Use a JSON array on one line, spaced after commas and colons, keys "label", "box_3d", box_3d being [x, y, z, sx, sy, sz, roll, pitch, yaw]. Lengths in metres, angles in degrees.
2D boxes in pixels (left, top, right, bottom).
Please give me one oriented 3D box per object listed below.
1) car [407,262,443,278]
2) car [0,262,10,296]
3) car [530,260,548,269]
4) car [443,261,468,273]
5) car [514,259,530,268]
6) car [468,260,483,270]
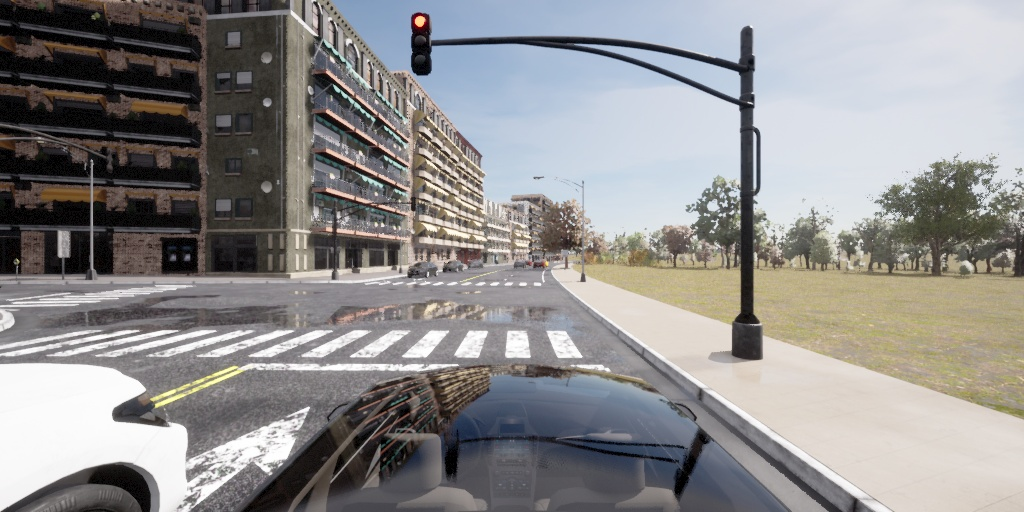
[{"label": "car", "box_3d": [-8.497, 1.313, 34.524, 1.837, 1.490, 4.892, 0, 0, 5]}, {"label": "car", "box_3d": [-23.797, 0.914, 13.593, 5.357, 1.411, 2.033, 1, 0, -19]}, {"label": "car", "box_3d": [4.878, 1.414, 63.853, 1.882, 1.535, 5.008, 0, 0, 9]}, {"label": "car", "box_3d": [-7.465, 1.354, 45.752, 1.837, 1.490, 4.892, 0, 0, 6]}, {"label": "car", "box_3d": [1.445, 1.425, 63.823, 2.128, 1.511, 4.902, 0, 0, 9]}, {"label": "car", "box_3d": [-5.930, 1.391, 58.471, 2.128, 1.511, 4.902, 0, 0, 8]}]
